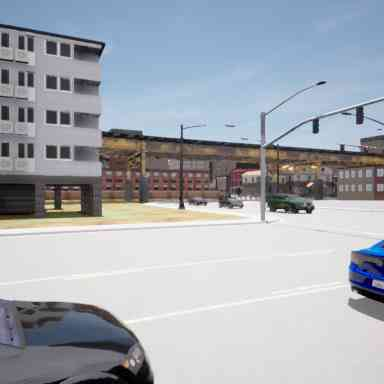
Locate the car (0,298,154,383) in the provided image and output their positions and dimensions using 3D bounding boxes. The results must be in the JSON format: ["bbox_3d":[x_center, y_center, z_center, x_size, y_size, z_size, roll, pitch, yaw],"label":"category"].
[{"bbox_3d":[-2.428,1.564,2.750,4.181,1.385,1.994,0,0,-32],"label":"car"}]

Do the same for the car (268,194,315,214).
[{"bbox_3d":[10.474,1.225,35.540,2.150,2.045,5.566,0,0,-26],"label":"car"}]

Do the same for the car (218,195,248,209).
[{"bbox_3d":[5.360,1.525,46.233,1.812,1.442,4.674,0,0,-25],"label":"car"}]

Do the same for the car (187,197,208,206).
[{"bbox_3d":[0.845,1.547,55.880,2.033,1.411,5.357,0,0,-20],"label":"car"}]

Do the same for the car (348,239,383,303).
[{"bbox_3d":[5.550,1.478,6.903,5.008,1.535,1.882,0,0,-25],"label":"car"}]
